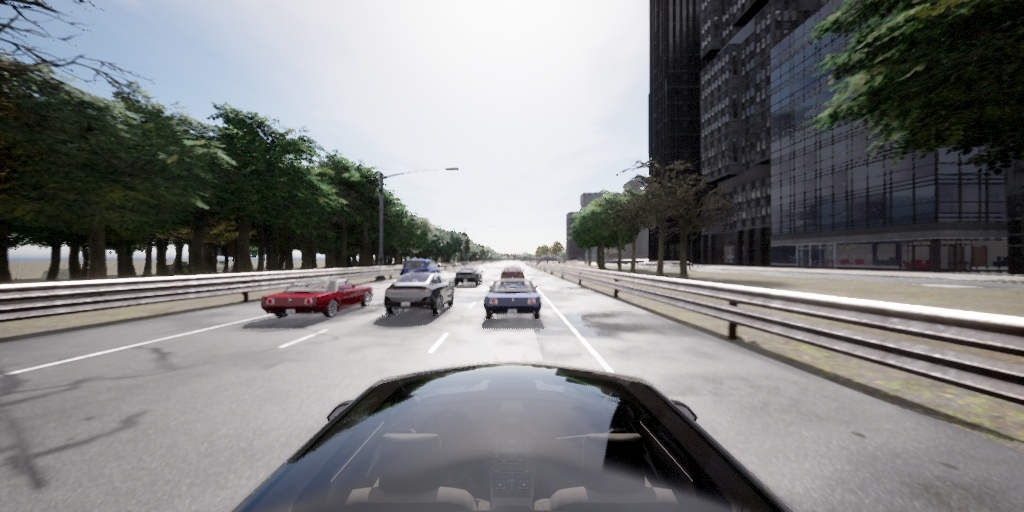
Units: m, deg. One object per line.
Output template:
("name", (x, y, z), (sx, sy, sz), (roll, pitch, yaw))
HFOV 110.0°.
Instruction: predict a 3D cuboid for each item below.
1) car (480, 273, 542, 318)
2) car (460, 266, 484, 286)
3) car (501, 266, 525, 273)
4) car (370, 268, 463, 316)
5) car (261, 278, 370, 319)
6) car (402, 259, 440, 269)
("car", (0.041, 1.489, 13.541), (1.895, 1.301, 4.718), (0, -1, 0))
("car", (-3.454, 1.571, 29.169), (1.837, 1.490, 4.892), (0, 0, 1))
("car", (0.055, 1.555, 30.332), (1.882, 1.535, 5.008), (0, 0, 0))
("car", (-3.454, 1.387, 14.139), (2.128, 1.511, 4.902), (0, -1, 0))
("car", (-6.960, 1.489, 13.538), (1.895, 1.301, 4.718), (0, -1, 0))
("car", (-6.964, 1.276, 28.023), (2.150, 2.045, 5.566), (0, 0, 1))
